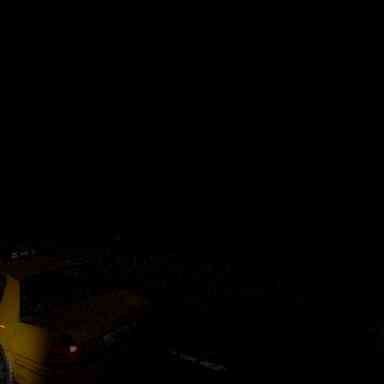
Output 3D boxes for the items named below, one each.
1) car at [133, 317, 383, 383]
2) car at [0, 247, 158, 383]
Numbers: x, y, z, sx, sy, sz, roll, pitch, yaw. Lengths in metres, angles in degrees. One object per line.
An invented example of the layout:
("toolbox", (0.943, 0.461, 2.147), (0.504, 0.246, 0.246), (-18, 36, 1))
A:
("car", (2.026, 1.551, 1.646), (4.403, 1.369, 2.008), (0, 1, 35))
("car", (-2.661, 1.524, 4.986), (4.829, 1.417, 1.752), (0, 1, 35))
